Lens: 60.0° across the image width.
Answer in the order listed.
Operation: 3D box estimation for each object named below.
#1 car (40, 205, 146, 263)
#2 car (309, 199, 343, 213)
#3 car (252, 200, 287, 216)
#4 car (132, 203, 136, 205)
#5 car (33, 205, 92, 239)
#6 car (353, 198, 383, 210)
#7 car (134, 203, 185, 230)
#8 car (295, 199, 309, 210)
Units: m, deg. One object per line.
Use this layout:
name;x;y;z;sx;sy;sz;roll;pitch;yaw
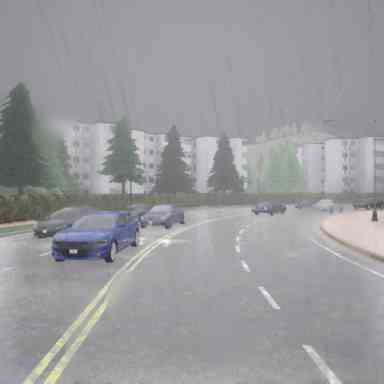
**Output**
car;-3.294;1.478;12.290;1.882;1.535;5.008;0;0;5
car;14.869;1.526;36.261;1.812;1.442;4.674;0;0;43
car;7.789;1.547;33.302;2.033;1.411;5.357;0;0;35
car;-4.129;1.575;26.074;1.994;1.385;4.181;0;0;20
car;-6.214;1.500;17.371;1.837;1.490;4.892;0;1;10
car;22.676;1.491;42.525;4.902;1.511;2.128;0;0;-30
car;-1.789;1.526;21.648;1.812;1.442;4.674;0;0;16
car;14.897;1.547;41.231;5.357;1.411;2.033;0;0;-41
